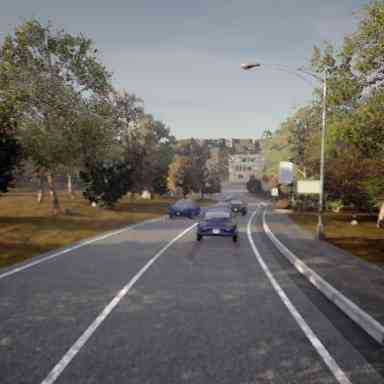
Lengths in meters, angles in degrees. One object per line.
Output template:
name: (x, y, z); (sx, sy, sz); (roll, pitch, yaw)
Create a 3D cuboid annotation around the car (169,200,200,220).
car: (-0.532, 1.381, 27.662); (1.882, 1.535, 5.008); (1, 0, 12)

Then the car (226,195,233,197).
car: (7.621, 1.378, 67.899); (1.812, 1.442, 4.674); (1, 1, 5)

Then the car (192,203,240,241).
car: (1.332, 1.505, 16.490); (1.812, 1.442, 4.674); (1, 0, 7)

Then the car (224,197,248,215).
car: (4.630, 1.504, 33.864); (1.812, 1.442, 4.674); (1, 0, 13)
